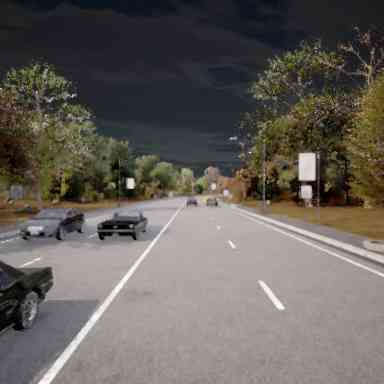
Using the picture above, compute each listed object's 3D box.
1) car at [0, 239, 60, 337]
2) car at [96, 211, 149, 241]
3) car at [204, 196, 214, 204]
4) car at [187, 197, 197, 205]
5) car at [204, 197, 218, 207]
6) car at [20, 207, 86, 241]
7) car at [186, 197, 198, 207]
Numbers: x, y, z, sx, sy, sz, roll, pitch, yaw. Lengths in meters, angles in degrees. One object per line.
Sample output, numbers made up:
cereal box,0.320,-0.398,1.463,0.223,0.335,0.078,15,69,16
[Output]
car,-3.591,1.619,4.187,1.895,1.301,4.718,0,0,0
car,-3.505,1.675,17.462,1.895,1.301,4.718,0,0,0
car,3.490,1.697,68.326,1.882,1.535,5.008,0,0,0
car,-0.010,1.744,68.330,2.128,1.511,4.902,0,0,0
car,3.492,1.730,57.915,2.128,1.511,4.902,0,0,0
car,-7.006,1.567,17.271,2.128,1.511,4.902,0,0,0
car,-0.009,1.744,57.914,1.837,1.490,4.892,0,0,0
